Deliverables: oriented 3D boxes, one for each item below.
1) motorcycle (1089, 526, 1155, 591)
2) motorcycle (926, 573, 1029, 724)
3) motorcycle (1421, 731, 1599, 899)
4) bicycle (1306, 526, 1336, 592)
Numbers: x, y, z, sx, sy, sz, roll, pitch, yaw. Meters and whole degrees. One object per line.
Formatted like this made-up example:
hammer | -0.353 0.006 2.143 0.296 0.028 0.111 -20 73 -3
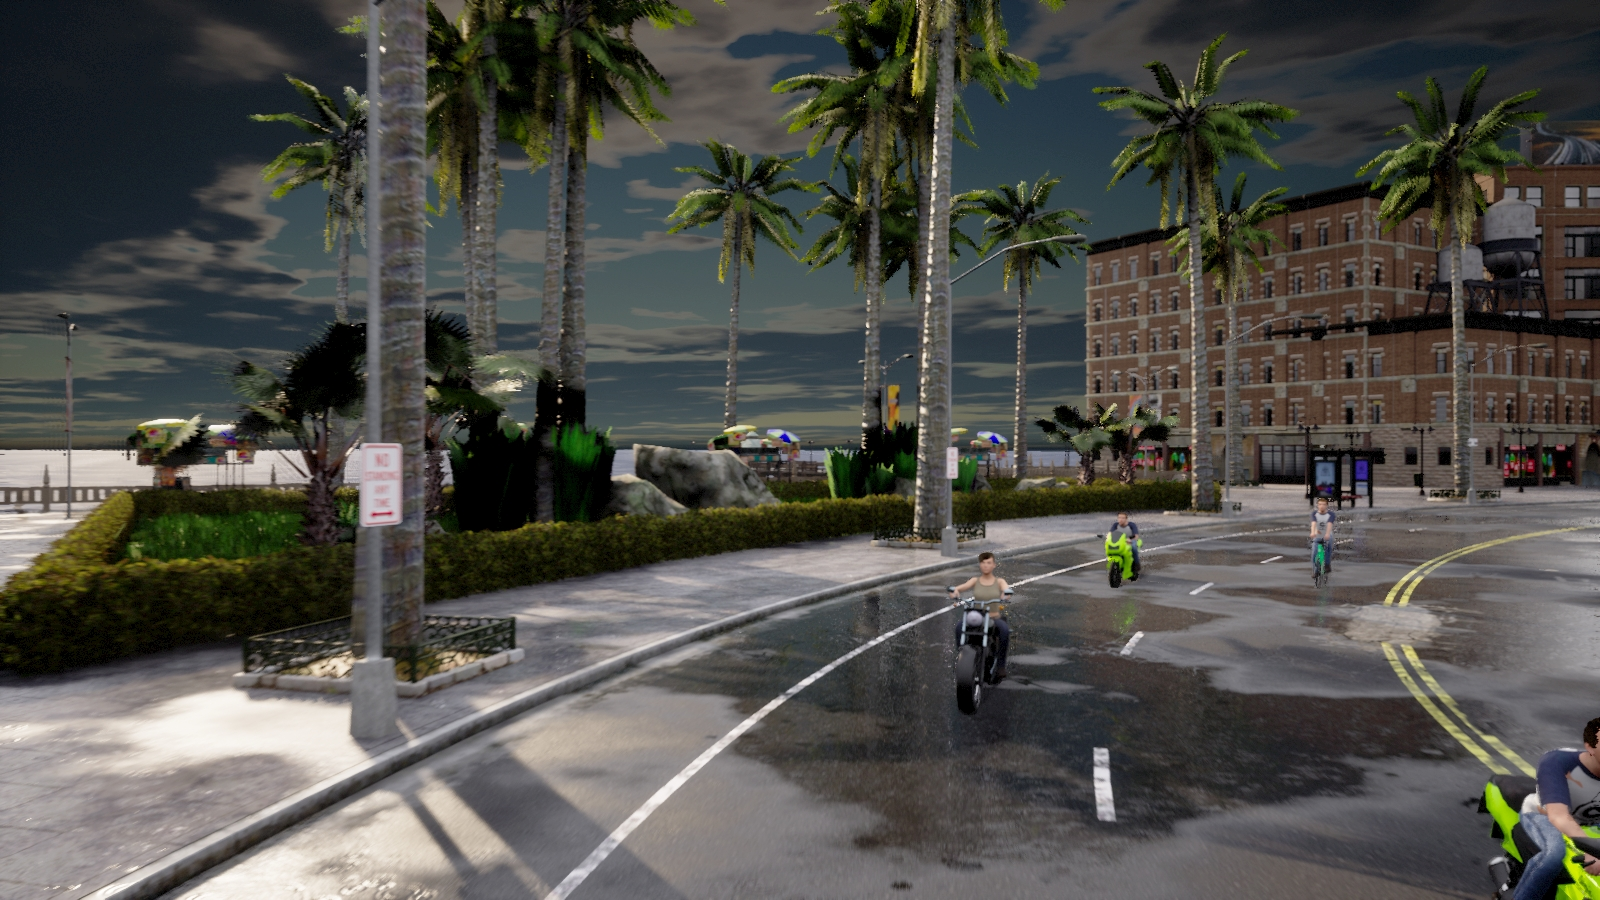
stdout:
motorcycle | 6.680 2.215 23.626 0.803 1.145 2.033 0 0 31
motorcycle | 2.054 2.170 12.948 0.764 1.277 2.356 0 0 19
motorcycle | 3.855 2.214 5.578 0.803 1.145 2.033 1 0 9
bicycle | 10.688 2.209 23.415 0.373 1.196 1.643 0 0 31
